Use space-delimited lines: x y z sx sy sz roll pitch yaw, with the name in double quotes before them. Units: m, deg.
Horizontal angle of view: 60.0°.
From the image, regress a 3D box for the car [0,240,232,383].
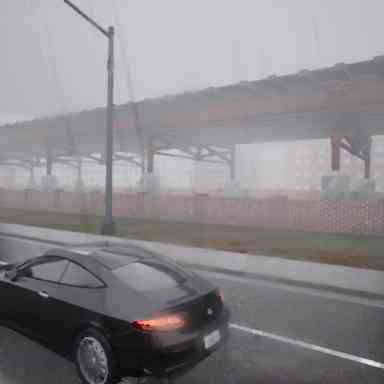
"car" -1.630 1.505 5.177 4.674 1.442 1.812 0 0 36
